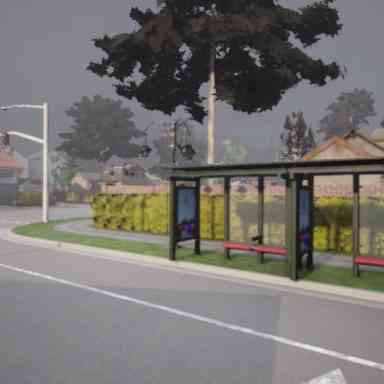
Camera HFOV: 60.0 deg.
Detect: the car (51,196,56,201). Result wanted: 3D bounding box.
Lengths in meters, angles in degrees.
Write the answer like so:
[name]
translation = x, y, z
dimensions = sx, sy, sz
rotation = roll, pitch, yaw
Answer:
[car]
translation = -23.071, 0.903, 52.206
dimensions = 3.806, 1.475, 1.970
rotation = 0, 0, 35
